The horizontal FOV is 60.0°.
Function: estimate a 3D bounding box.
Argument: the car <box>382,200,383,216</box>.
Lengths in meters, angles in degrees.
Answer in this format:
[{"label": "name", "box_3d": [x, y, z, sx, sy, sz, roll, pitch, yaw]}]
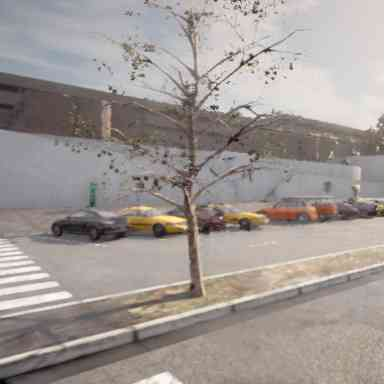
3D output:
[{"label": "car", "box_3d": [16.947, 1.517, 32.165, 5.366, 1.575, 1.946, -1, -1, 35]}]

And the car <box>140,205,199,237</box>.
[{"label": "car", "box_3d": [-2.501, 1.502, 18.312, 5.366, 1.575, 1.946, -1, -1, 35]}]

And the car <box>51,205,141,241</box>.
[{"label": "car", "box_3d": [-5.082, 1.541, 16.681, 4.674, 1.452, 2.002, -1, -1, 35]}]

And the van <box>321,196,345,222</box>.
[{"label": "van", "box_3d": [9.599, 1.319, 27.013, 4.442, 1.987, 1.878, -1, -1, 35]}]

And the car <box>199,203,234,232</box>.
[{"label": "car", "box_3d": [-0.251, 1.547, 20.159, 4.792, 1.488, 2.163, -1, -1, 35]}]

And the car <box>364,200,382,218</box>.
[{"label": "car", "box_3d": [14.332, 1.567, 30.546, 4.792, 1.488, 2.163, -1, 0, 35]}]

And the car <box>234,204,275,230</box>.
[{"label": "car", "box_3d": [2.359, 1.522, 21.773, 5.366, 1.575, 1.946, -1, -1, 35]}]

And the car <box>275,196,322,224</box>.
[{"label": "car", "box_3d": [7.088, 1.417, 25.320, 4.553, 1.767, 2.185, -1, -1, 34]}]

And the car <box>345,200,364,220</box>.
[{"label": "car", "box_3d": [11.930, 1.581, 28.796, 4.674, 1.452, 2.002, -1, 0, 35]}]
